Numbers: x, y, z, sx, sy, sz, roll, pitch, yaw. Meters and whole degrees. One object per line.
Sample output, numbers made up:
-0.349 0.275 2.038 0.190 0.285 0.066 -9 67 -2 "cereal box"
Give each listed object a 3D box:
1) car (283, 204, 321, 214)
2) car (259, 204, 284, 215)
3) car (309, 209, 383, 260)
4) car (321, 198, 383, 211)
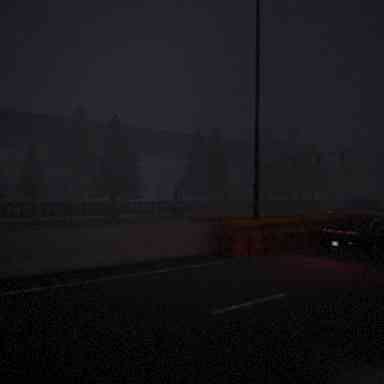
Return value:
10.162 1.837 28.338 4.181 1.385 1.994 1 -1 -35 "car"
8.150 1.838 31.202 4.181 1.385 1.994 1 -1 -35 "car"
7.050 1.640 13.175 4.902 1.511 2.128 1 0 -35 "car"
12.929 1.509 26.002 5.566 2.045 2.150 1 -1 -35 "car"
